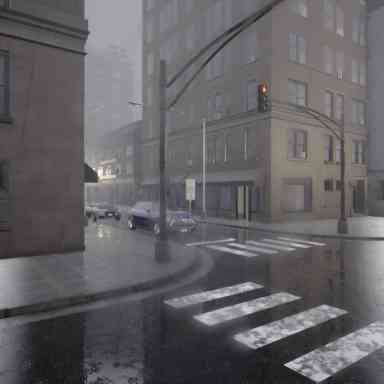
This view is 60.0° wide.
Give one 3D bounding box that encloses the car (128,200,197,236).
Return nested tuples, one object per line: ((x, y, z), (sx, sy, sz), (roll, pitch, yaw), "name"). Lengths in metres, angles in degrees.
((-1.692, 1.269, 17.936), (2.097, 1.767, 4.553), (0, 0, -36), "car")

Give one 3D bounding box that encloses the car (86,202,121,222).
((-6.991, 1.433, 25.336), (1.994, 1.385, 4.181), (0, 0, -35), "car")
